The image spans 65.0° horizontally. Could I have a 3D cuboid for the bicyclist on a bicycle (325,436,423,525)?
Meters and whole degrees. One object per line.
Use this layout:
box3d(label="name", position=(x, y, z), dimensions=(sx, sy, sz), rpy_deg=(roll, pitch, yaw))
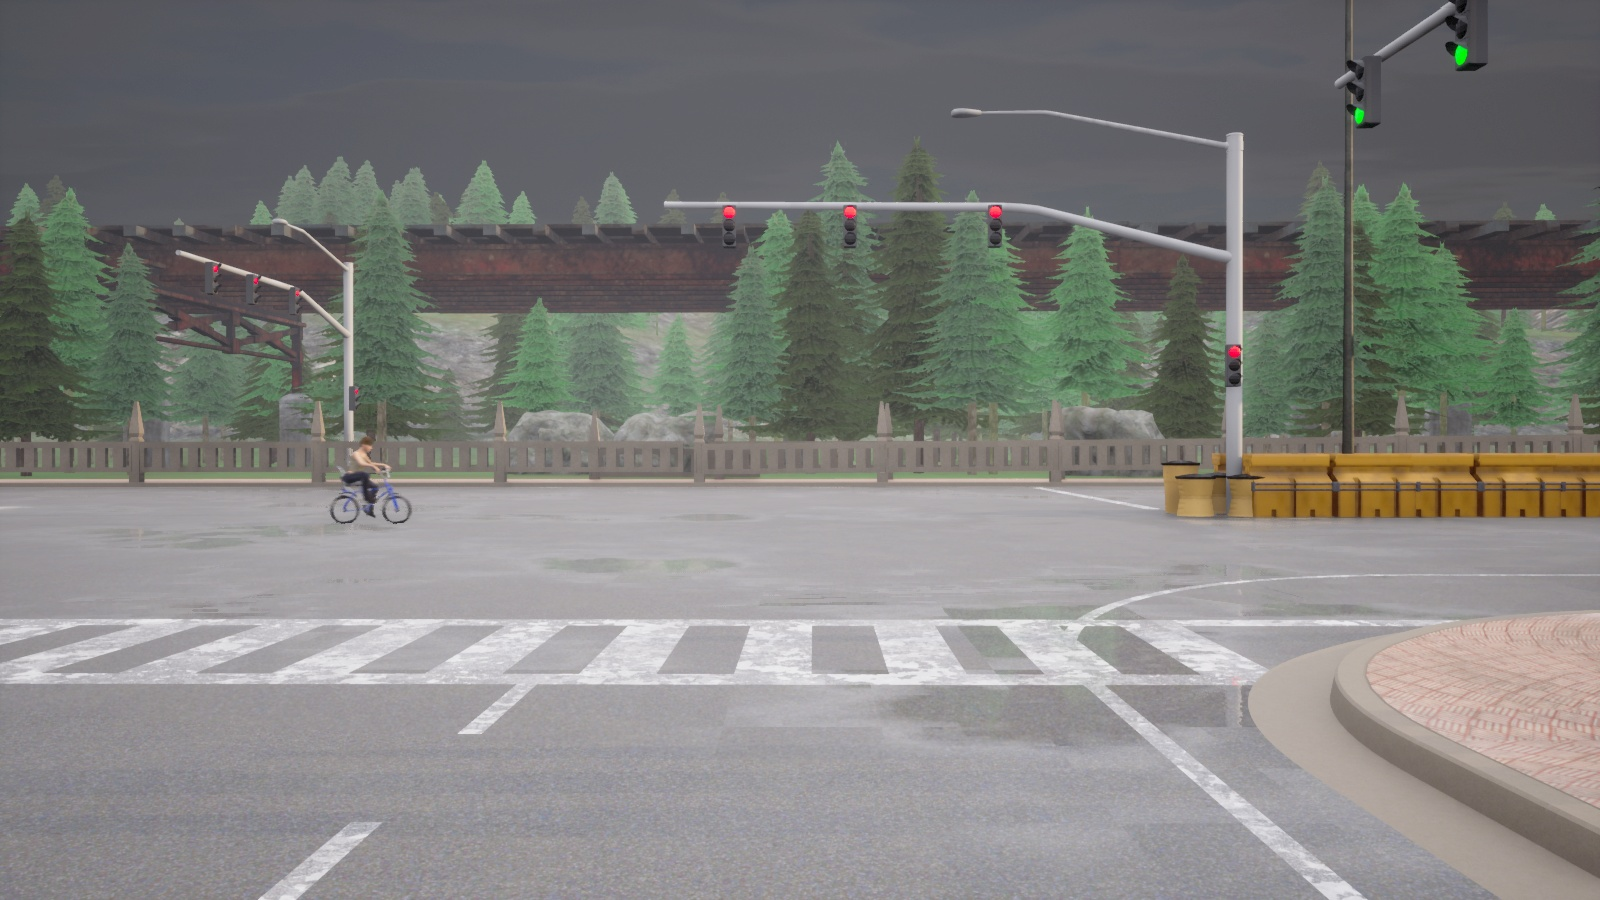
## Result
box3d(label="bicyclist on a bicycle", position=(-7.788, 0.547, 23.018), dimensions=(1.509, 1.612, 0.866), rpy_deg=(0, 0, 0))
